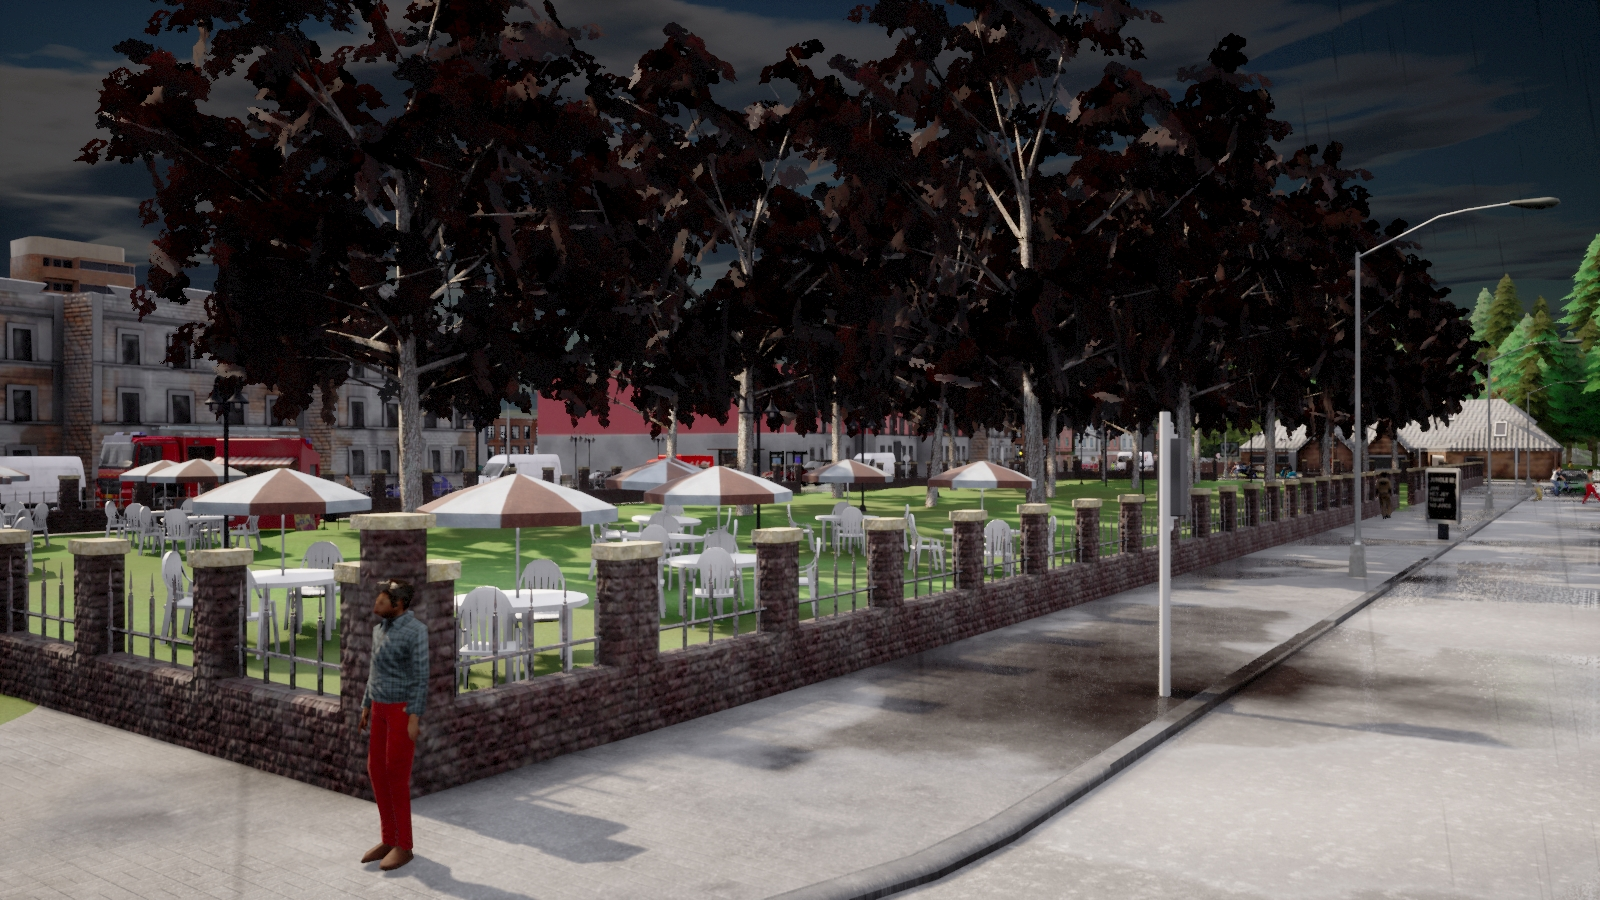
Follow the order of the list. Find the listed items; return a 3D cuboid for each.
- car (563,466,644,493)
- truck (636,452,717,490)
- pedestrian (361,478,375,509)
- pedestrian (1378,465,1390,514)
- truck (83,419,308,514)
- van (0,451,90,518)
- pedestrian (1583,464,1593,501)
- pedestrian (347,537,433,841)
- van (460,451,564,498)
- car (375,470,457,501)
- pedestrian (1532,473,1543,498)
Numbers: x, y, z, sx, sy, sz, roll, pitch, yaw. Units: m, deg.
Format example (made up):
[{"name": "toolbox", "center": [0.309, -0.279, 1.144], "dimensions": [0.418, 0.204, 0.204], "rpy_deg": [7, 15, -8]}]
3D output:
[{"name": "car", "center": [-12.166, 1.814, 71.050], "dimensions": [2.097, 1.535, 5.006], "rpy_deg": [0, 0, 35]}, {"name": "truck", "center": [-8.233, 1.348, 76.671], "dimensions": [2.627, 2.467, 5.204], "rpy_deg": [0, 0, 35]}, {"name": "pedestrian", "center": [-17.938, 1.805, 47.437], "dimensions": [0.375, 1.300, 0.375], "rpy_deg": [0, 0, 35]}, {"name": "pedestrian", "center": [22.366, 1.525, 43.764], "dimensions": [0.375, 1.860, 0.375], "rpy_deg": [0, 0, 35]}, {"name": "truck", "center": [-26.598, 0.670, 50.778], "dimensions": [2.891, 3.827, 8.468], "rpy_deg": [0, 0, 35]}, {"name": "van", "center": [-31.021, 1.314, 44.007], "dimensions": [1.988, 2.561, 5.915], "rpy_deg": [0, 0, 35]}, {"name": "pedestrian", "center": [39.992, 1.628, 57.973], "dimensions": [0.375, 1.860, 0.375], "rpy_deg": [0, 0, 32]}, {"name": "pedestrian", "center": [-2.655, 1.517, 7.406], "dimensions": [0.375, 1.860, 0.375], "rpy_deg": [0, 0, 36]}, {"name": "van", "center": [-16.329, 1.314, 65.083], "dimensions": [1.988, 2.561, 5.915], "rpy_deg": [0, 0, 35]}, {"name": "car", "center": [-20.045, 1.818, 59.739], "dimensions": [1.845, 1.501, 3.633], "rpy_deg": [0, 0, 35]}, {"name": "pedestrian", "center": [39.658, 1.908, 61.432], "dimensions": [0.375, 1.300, 0.375], "rpy_deg": [0, 0, -33]}]
